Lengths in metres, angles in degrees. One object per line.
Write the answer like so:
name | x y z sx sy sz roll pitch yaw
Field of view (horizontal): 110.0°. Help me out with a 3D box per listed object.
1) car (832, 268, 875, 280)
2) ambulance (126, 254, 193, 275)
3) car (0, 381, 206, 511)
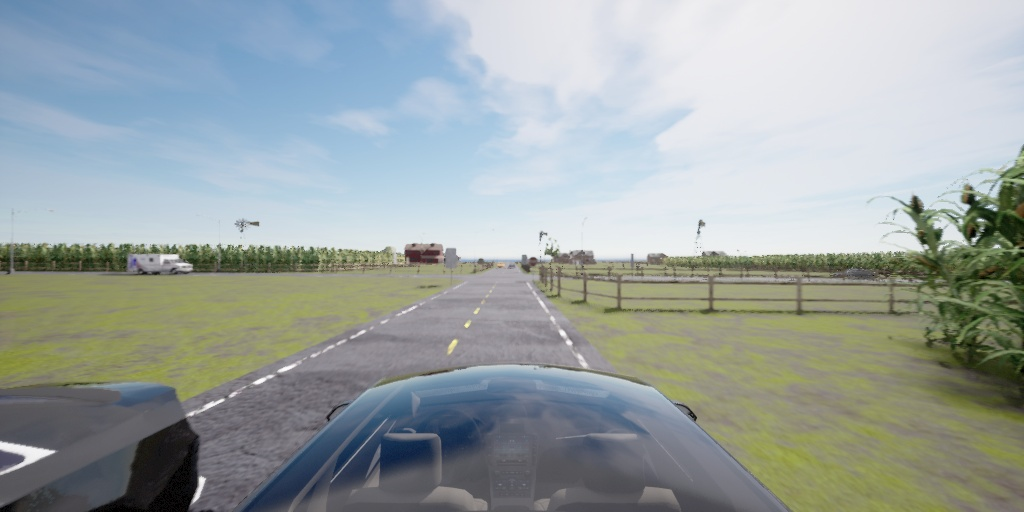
car | 42.966 2.258 45.150 4.181 1.385 1.994 1 -1 1
ambulance | -42.221 1.023 43.181 6.366 2.431 2.351 0 -1 1
car | -2.849 1.222 0.169 2.128 1.511 4.902 0 -1 0
